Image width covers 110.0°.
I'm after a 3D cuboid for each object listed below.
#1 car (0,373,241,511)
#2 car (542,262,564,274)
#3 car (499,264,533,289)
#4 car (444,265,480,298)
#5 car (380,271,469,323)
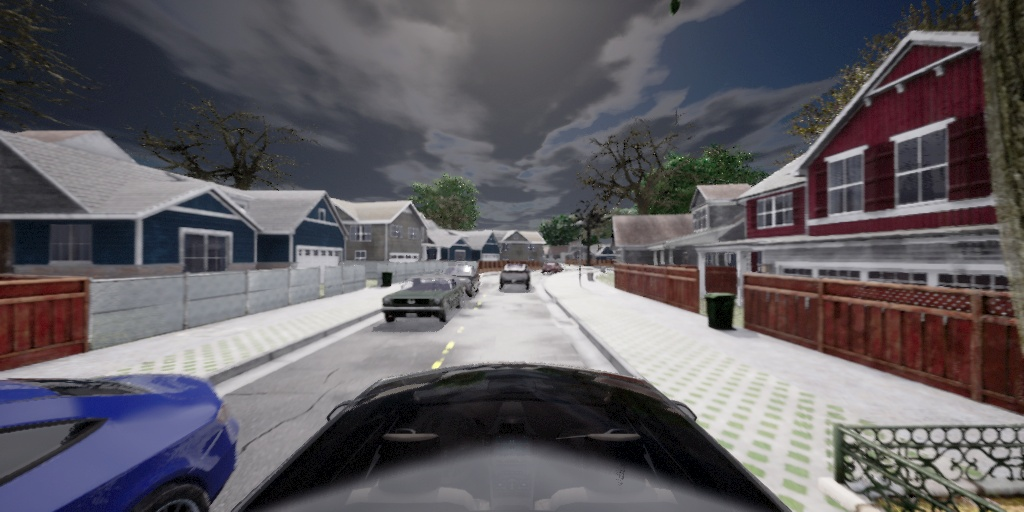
[{"bbox_3d":[-2.844,1.276,0.697,1.812,1.442,4.674,0,0,0],"label":"car"},{"bbox_3d":[5.066,1.463,44.343,1.812,1.442,4.674,0,-1,20],"label":"car"},{"bbox_3d":[0.301,1.244,23.206,2.128,1.511,4.902,0,0,5],"label":"car"},{"bbox_3d":[-2.751,1.254,18.762,2.128,1.511,4.902,0,0,0],"label":"car"},{"bbox_3d":[-2.818,1.350,12.260,1.895,1.301,4.718,0,0,0],"label":"car"}]
